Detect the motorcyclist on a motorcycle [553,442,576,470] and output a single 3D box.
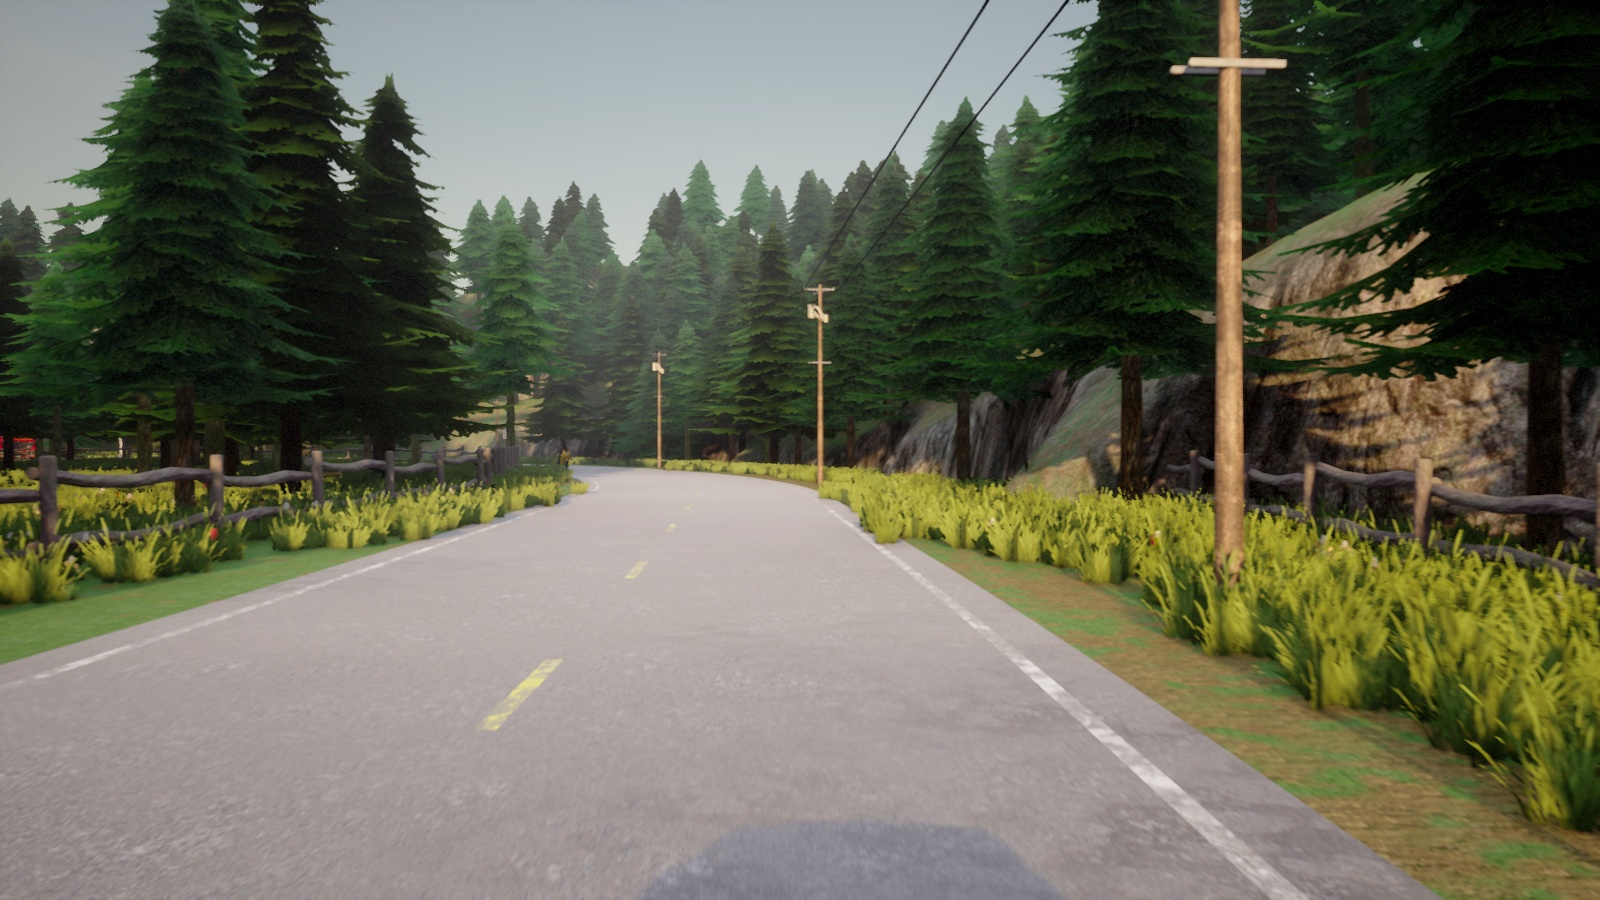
[{"bbox_3d":[-13.021,0.329,69.446,0.797,1.523,2.044,-1,1,-25],"label":"motorcyclist on a motorcycle"}]
